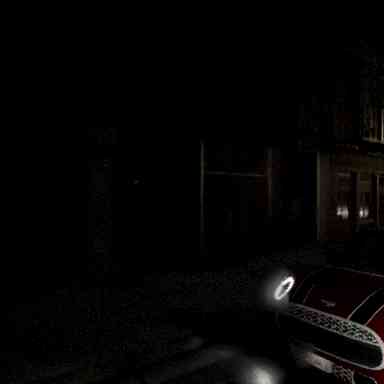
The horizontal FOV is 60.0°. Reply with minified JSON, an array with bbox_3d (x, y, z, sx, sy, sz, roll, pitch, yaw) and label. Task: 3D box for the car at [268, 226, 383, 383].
[{"bbox_3d":[3.276,1.350,5.108,4.553,1.767,2.097,0,0,-36],"label":"car"}]
